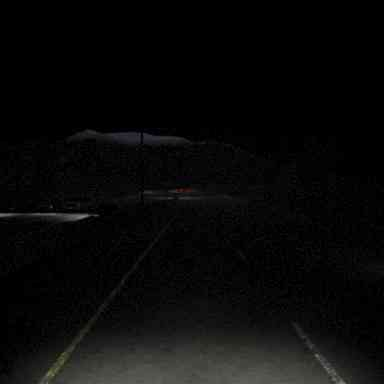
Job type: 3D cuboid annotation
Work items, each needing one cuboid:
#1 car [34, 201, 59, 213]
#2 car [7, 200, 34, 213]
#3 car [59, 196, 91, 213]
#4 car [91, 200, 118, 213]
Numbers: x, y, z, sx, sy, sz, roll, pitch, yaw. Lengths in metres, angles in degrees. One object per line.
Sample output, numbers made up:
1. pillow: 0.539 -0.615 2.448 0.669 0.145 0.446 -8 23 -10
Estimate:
1. car: -17.539 1.834 41.779 1.812 1.442 4.674 0 -1 1
2. car: -21.049 1.796 41.466 2.128 1.511 4.902 0 -1 0
3. car: -14.051 1.522 41.283 2.150 2.045 5.566 0 0 0
4. car: -10.547 1.903 41.211 1.895 1.301 4.718 0 -1 1
